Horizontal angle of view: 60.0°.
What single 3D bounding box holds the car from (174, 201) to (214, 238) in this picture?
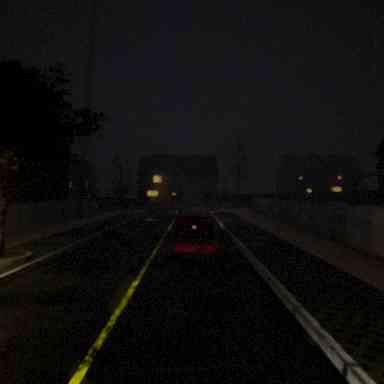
[{"bbox_3d":[0.100,1.437,17.538,1.882,1.535,5.008,0,0,0],"label":"car"}]
